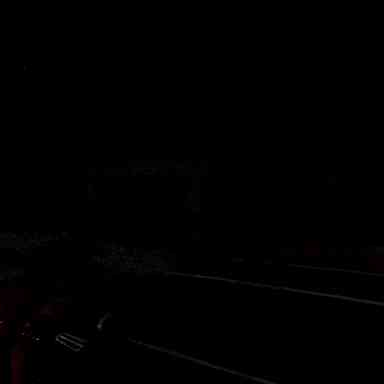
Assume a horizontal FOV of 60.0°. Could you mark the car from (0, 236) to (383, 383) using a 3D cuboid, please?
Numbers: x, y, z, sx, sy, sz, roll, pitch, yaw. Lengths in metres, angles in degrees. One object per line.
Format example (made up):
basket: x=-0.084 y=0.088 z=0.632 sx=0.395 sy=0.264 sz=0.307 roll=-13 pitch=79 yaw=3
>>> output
car: x=0.625 y=1.320 z=2.627 sx=5.009 sy=1.841 sz=2.192 roll=0 pitch=0 yaw=36
